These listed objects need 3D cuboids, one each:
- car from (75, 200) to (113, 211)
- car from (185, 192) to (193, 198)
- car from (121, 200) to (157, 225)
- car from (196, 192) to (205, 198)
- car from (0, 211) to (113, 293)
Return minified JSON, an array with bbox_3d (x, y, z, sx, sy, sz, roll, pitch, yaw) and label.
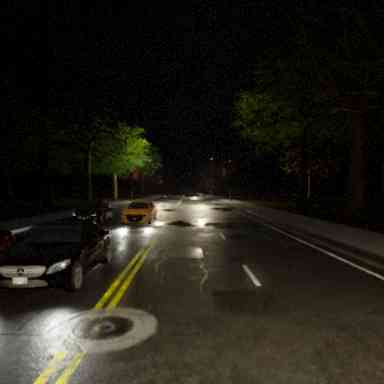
[{"bbox_3d":[-6.805,1.358,23.195,1.837,1.490,4.892,0,1,0],"label":"car"},{"bbox_3d":[-0.900,0.741,89.633,2.097,1.767,4.553,0,0,-1],"label":"car"},{"bbox_3d":[-3.553,1.324,22.950,1.882,1.535,5.008,0,1,0],"label":"car"},{"bbox_3d":[2.350,0.899,89.698,1.812,1.442,4.674,0,0,-1],"label":"car"},{"bbox_3d":[-3.425,1.472,8.891,1.812,1.442,4.674,0,1,-1],"label":"car"}]
